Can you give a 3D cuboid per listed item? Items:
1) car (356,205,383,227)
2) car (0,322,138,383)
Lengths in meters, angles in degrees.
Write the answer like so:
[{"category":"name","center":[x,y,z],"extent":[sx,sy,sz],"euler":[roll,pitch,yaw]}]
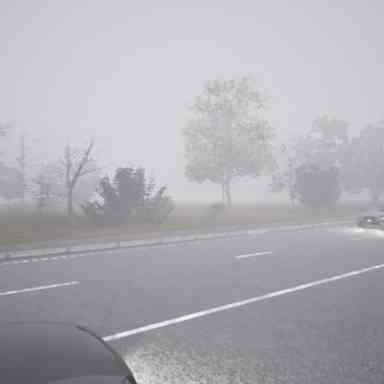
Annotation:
[{"category":"car","center":[12.423,1.563,21.441],"extent":[4.181,1.385,1.994],"euler":[0,0,-35]},{"category":"car","center":[-2.367,1.564,2.057],"extent":[4.181,1.385,1.994],"euler":[0,0,-35]}]
